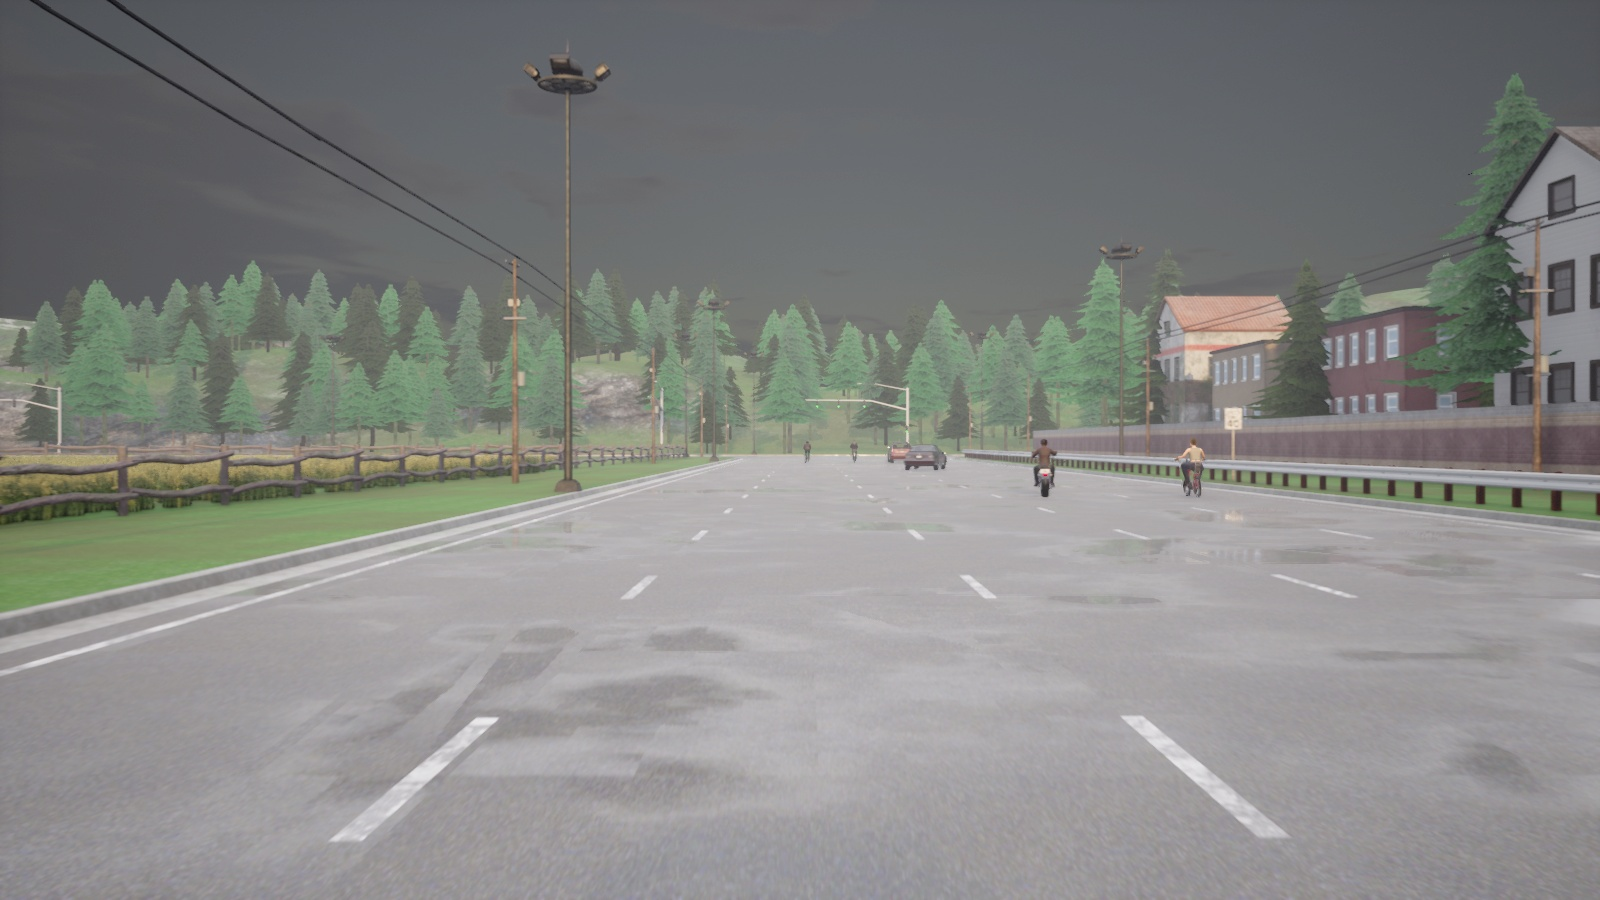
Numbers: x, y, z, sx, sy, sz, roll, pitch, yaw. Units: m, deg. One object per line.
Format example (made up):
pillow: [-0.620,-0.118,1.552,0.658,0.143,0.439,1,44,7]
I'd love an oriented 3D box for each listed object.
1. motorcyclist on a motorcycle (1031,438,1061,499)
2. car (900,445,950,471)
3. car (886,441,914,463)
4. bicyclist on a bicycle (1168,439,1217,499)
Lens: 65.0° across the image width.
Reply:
motorcyclist on a motorcycle: [6.942,0.502,35.567,0.766,1.649,2.350,0,0,10]
car: [6.997,0.407,69.681,2.033,1.411,5.357,0,0,13]
car: [7.558,0.116,94.934,1.851,1.617,3.988,0,0,0]
bicyclist on a bicycle: [10.706,0.498,34.270,0.866,1.612,1.509,0,0,1]
